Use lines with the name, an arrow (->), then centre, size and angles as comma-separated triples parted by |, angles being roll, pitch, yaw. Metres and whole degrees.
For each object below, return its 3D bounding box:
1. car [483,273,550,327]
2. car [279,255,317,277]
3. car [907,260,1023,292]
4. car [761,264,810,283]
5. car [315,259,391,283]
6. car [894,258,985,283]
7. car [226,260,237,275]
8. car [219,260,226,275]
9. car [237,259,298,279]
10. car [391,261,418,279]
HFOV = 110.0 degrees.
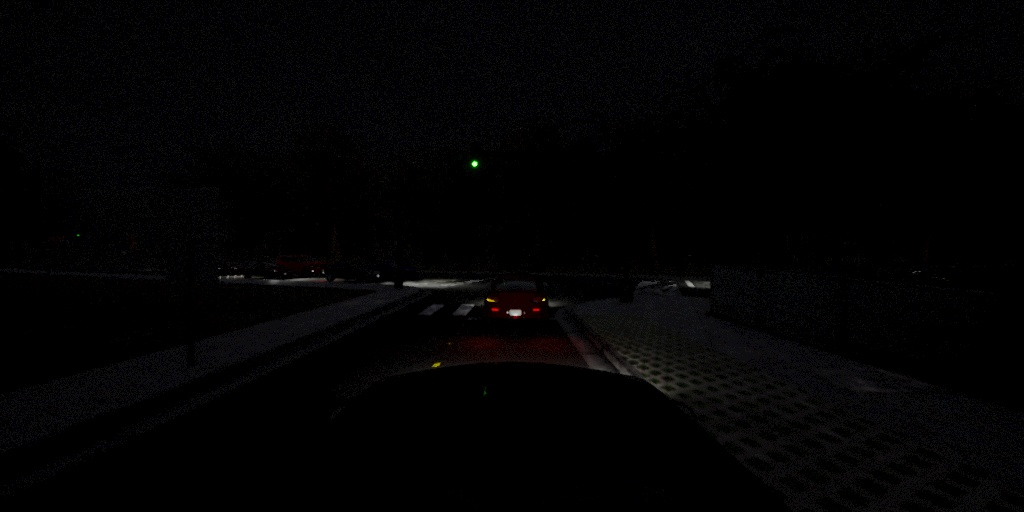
car -> 0.160, 1.250, 11.310 | 1.812, 1.442, 4.674 | 0, 0, 2
car -> -19.633, 0.899, 33.702 | 5.566, 2.045, 2.150 | 0, 0, 23
car -> 24.437, 1.132, 18.449 | 5.008, 1.535, 1.882 | 0, 0, 23
car -> 15.904, 1.191, 22.130 | 4.674, 1.442, 1.812 | 0, 0, 23
car -> -11.900, 1.167, 26.830 | 4.902, 1.511, 2.128 | 0, 0, 23
car -> 26.031, 1.008, 21.301 | 4.553, 1.767, 2.097 | 0, 0, 23
car -> -30.232, 1.154, 38.294 | 5.008, 1.535, 1.882 | 0, 0, 23
car -> -30.445, 1.200, 34.848 | 4.674, 1.442, 1.812 | 0, 0, 23
car -> -20.982, 1.201, 30.748 | 4.674, 1.442, 1.812 | 0, 0, 24
car -> -10.059, 1.156, 29.572 | 5.008, 1.535, 1.882 | 0, 0, 25
